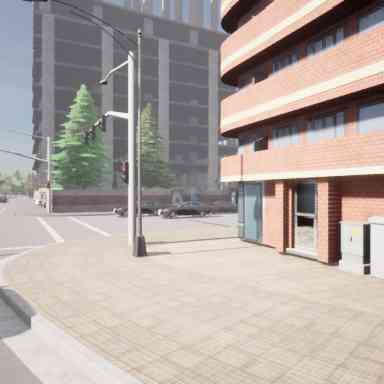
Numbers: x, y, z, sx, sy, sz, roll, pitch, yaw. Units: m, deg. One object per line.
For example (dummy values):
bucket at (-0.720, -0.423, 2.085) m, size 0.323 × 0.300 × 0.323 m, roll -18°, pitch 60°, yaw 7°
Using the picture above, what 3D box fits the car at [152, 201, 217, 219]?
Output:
car at (-0.641, 1.547, 29.819) m, size 4.902 × 1.511 × 2.128 m, roll 0°, pitch 0°, yaw -27°

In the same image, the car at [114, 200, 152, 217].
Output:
car at (-4.945, 1.547, 31.578) m, size 4.902 × 1.511 × 2.128 m, roll 0°, pitch 0°, yaw -27°

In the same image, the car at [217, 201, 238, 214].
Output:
car at (3.022, 1.619, 35.572) m, size 4.181 × 1.385 × 1.994 m, roll 0°, pitch 0°, yaw -27°

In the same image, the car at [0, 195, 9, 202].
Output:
car at (-42.448, 1.500, 74.912) m, size 1.837 × 1.490 × 4.892 m, roll 0°, pitch 0°, yaw -27°

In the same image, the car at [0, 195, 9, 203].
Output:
car at (-37.931, 1.595, 66.052) m, size 1.895 × 1.301 × 4.718 m, roll 0°, pitch 0°, yaw -27°
